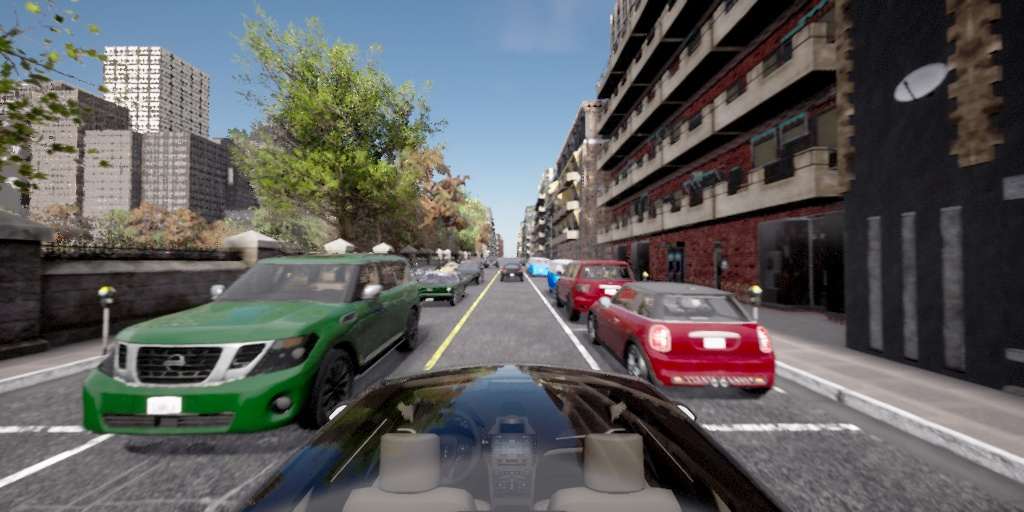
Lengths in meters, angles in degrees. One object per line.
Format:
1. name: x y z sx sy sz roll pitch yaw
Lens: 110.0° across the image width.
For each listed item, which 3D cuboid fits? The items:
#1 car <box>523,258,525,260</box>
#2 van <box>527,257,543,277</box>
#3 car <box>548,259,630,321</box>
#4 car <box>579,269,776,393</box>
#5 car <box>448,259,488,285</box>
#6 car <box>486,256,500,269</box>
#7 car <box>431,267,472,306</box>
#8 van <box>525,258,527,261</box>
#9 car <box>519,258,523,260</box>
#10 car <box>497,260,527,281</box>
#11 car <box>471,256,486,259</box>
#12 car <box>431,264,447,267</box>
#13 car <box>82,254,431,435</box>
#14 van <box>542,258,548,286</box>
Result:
1. car: 2.605 1.245 45.561 1.751 1.417 4.829 0 0 0
2. van: 2.629 1.067 34.345 1.690 1.789 3.998 0 0 0
3. car: 2.676 1.054 12.251 2.192 1.841 5.009 0 0 0
4. car: 2.688 1.183 6.727 1.967 1.591 4.097 0 0 0
5. car: -3.094 1.218 26.118 1.882 1.535 5.008 0 0 0
6. car: -3.163 0.942 57.272 2.150 2.045 5.566 0 0 0
7. car: -3.114 1.347 15.803 1.895 1.301 4.718 0 0 0
8. van: 2.618 1.064 39.868 1.690 1.789 3.998 0 0 0
9. car: -0.030 1.290 41.639 1.994 1.385 4.181 0 0 0
10. car: 0.006 1.259 29.220 1.812 1.442 4.674 0 0 0
11. car: -5.798 1.040 56.421 2.192 1.841 5.009 0 0 0
12. car: -5.729 1.311 23.281 1.948 1.339 4.313 0 0 0
13. car: -3.103 0.974 5.950 2.150 2.045 5.566 0 0 0
14. van: 2.664 1.077 17.774 1.690 1.789 3.998 0 0 0
